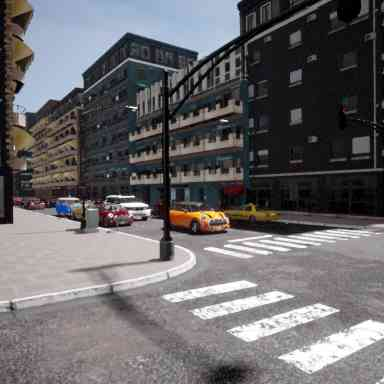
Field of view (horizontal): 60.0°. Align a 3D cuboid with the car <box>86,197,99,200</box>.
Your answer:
[{"bbox_3d":[-11.891,1.659,36.933,2.033,1.411,5.357,-1,0,-36],"label":"car"}]

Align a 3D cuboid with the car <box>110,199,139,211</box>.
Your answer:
[{"bbox_3d":[-8.645,1.582,42.339,2.008,1.369,4.403,-1,1,-36],"label":"car"}]

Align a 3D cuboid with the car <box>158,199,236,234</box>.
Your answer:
[{"bbox_3d":[0.180,1.409,20.038,2.097,1.767,4.553,-1,0,-36],"label":"car"}]

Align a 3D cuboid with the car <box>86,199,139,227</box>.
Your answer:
[{"bbox_3d":[-5.810,1.553,23.960,1.967,1.590,4.097,-1,1,-36],"label":"car"}]

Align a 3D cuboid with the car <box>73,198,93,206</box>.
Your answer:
[{"bbox_3d":[-18.299,1.644,55.847,1.947,1.339,4.313,-1,1,-36],"label":"car"}]

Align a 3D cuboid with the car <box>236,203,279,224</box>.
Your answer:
[{"bbox_3d":[4.128,1.498,24.468,1.752,1.417,4.829,-1,1,-36],"label":"car"}]

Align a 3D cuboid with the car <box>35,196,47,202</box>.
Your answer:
[{"bbox_3d":[-37.608,1.728,82.862,1.887,1.381,4.507,-1,1,-36],"label":"car"}]

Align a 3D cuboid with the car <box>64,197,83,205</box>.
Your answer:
[{"bbox_3d":[-21.517,1.646,60.349,2.008,1.369,4.403,-1,1,-36],"label":"car"}]

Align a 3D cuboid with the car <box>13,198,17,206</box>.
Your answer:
[{"bbox_3d":[-31.552,1.783,59.980,1.887,1.381,4.507,-1,1,-36],"label":"car"}]

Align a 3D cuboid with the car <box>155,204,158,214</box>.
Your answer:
[{"bbox_3d":[-2.210,1.441,33.333,1.967,1.590,4.097,-1,1,-36],"label":"car"}]

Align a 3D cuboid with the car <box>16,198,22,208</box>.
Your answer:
[{"bbox_3d":[-25.116,1.770,50.974,1.947,1.339,4.313,-1,1,-36],"label":"car"}]

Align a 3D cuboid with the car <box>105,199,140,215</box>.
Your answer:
[{"bbox_3d":[-7.729,1.560,36.605,1.837,1.490,4.892,-1,0,-36],"label":"car"}]

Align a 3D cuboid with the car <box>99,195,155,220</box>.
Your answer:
[{"bbox_3d":[-5.637,1.306,28.166,2.150,2.045,5.566,-1,0,-36],"label":"car"}]

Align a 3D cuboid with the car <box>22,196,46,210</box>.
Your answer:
[{"bbox_3d":[-21.900,1.628,46.471,1.967,1.590,4.097,-1,1,-36],"label":"car"}]

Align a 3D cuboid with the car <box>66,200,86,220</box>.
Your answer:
[{"bbox_3d":[-8.927,1.652,28.324,1.752,1.417,4.829,-1,1,-36],"label":"car"}]

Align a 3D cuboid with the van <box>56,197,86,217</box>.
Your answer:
[{"bbox_3d":[-12.247,1.483,32.963,1.690,1.788,3.998,-1,1,-36],"label":"van"}]
